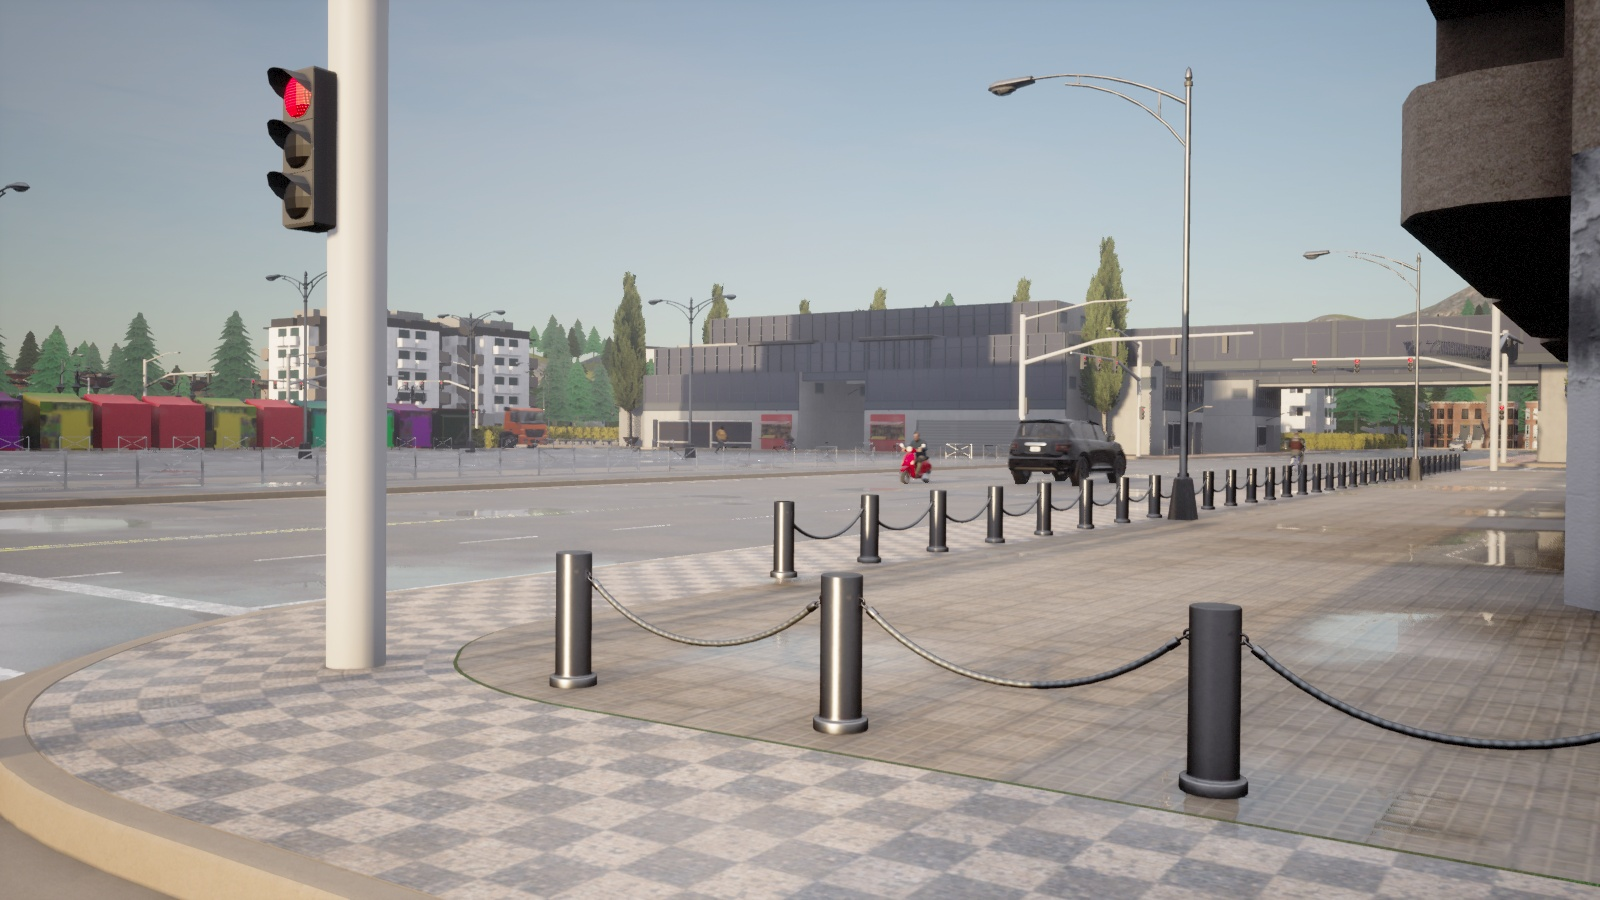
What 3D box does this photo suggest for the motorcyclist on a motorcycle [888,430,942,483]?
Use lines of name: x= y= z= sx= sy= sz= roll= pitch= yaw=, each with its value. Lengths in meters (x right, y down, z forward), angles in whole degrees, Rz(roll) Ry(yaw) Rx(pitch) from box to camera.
motorcyclist on a motorcycle: x=3.520 y=0.185 z=38.361 sx=0.866 sy=1.590 sz=1.817 roll=0 pitch=1 yaw=34

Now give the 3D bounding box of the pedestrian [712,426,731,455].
pedestrian: x=-5.060 y=-0.613 z=80.882 sx=0.900 sy=1.855 sz=0.874 roll=0 pitch=1 yaw=36

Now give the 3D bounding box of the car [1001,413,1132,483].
car: x=8.475 y=-0.111 z=39.525 sx=2.150 sy=2.045 sz=5.566 roll=0 pitch=1 yaw=33
